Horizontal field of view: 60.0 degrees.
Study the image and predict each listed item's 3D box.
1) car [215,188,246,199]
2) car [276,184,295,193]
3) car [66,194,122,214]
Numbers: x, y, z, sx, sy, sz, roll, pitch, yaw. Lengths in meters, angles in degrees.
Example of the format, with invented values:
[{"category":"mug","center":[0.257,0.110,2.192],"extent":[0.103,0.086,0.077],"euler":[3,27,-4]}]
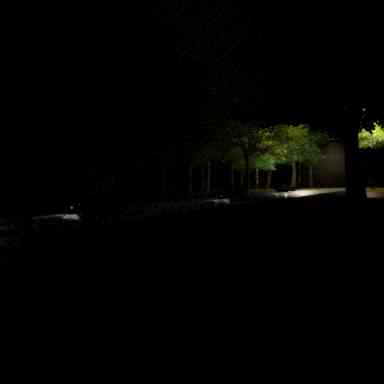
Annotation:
[{"category":"car","center":[4.784,0.109,40.971],"extent":[1.895,1.301,4.718],"euler":[-1,2,38]},{"category":"car","center":[15.553,-0.600,54.814],"extent":[1.812,1.442,4.674],"euler":[-1,2,38]},{"category":"car","center":[-7.341,0.848,25.218],"extent":[1.994,1.385,4.181],"euler":[-1,2,37]}]
